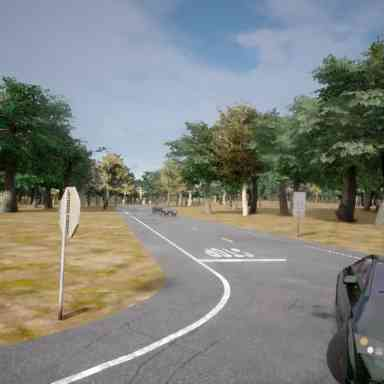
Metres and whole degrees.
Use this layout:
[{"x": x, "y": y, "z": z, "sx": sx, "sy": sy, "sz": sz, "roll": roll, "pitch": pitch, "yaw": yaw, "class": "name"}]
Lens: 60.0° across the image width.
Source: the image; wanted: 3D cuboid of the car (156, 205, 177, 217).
[{"x": -3.489, "y": 2.851, "z": 48.054, "sx": 1.895, "sy": 1.301, "sz": 4.718, "roll": 3, "pitch": -2, "yaw": -13, "class": "car"}]

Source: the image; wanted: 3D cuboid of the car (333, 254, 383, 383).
[{"x": 3.130, "y": 1.643, "z": 4.656, "sx": 1.994, "sy": 1.385, "sz": 4.181, "roll": 1, "pitch": -1, "yaw": 22, "class": "car"}]

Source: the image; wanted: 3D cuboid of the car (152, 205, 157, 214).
[{"x": -5.751, "y": 2.962, "z": 56.899, "sx": 1.882, "sy": 1.535, "sz": 5.008, "roll": 3, "pitch": -2, "yaw": -14, "class": "car"}]
